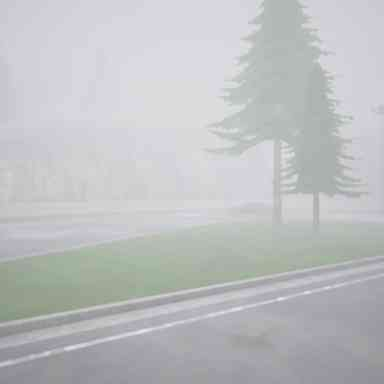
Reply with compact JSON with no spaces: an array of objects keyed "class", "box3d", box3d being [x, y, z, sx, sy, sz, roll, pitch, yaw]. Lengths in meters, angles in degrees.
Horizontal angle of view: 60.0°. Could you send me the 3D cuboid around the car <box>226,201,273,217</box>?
[{"class":"car","box3d":[5.735,1.646,32.877,4.674,1.442,1.812,0,0,-5]}]
